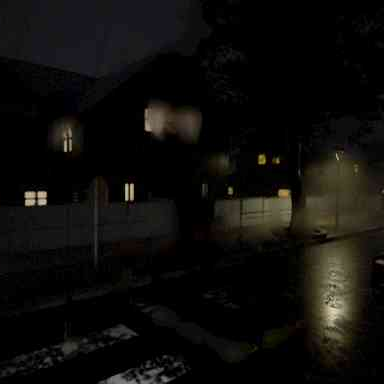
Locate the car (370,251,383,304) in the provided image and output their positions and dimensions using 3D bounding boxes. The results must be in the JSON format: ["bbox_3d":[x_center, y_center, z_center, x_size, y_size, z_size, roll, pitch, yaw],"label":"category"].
[{"bbox_3d":[5.299,1.420,6.748,4.902,1.511,2.128,0,3,-42],"label":"car"}]
